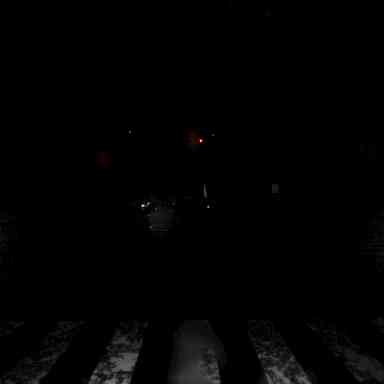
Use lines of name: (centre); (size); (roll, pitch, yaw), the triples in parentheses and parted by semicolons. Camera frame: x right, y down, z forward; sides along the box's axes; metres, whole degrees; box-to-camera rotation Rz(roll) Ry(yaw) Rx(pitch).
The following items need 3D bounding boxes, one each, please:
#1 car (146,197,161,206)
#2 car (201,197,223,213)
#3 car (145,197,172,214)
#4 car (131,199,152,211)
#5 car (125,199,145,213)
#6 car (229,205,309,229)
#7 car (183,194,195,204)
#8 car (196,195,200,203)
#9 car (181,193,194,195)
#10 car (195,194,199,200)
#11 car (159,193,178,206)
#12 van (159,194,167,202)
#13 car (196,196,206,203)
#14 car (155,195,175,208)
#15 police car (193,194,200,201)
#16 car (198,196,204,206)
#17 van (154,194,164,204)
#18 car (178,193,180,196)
car: (-6.403, 1.579, 55.859); (1.947, 1.339, 4.313); (0, 0, -1)
car: (2.393, 1.556, 36.412); (2.008, 1.369, 4.403); (0, 0, -1)
car: (-3.449, 1.568, 34.700); (1.994, 1.385, 4.181); (0, 0, -2)
car: (-6.200, 1.557, 41.289); (2.008, 1.369, 4.403); (0, 0, -1)
car: (-6.131, 1.556, 36.297); (2.008, 1.369, 4.403); (0, 0, -1)
car: (4.729, 1.516, 20.937); (4.718, 1.301, 1.895); (-2, 1, -1)
car: (-0.651, 1.618, 64.011); (1.895, 1.301, 4.718); (0, 0, -1)
car: (2.167, 1.562, 52.744); (2.008, 1.369, 4.403); (0, 0, -1)
car: (-0.908, 1.549, 75.604); (2.128, 1.511, 4.902); (0, 0, -1)
car: (2.029, 1.567, 62.615); (2.008, 1.369, 4.403); (0, 0, -1)
car: (-3.684, 1.363, 52.663); (2.097, 1.767, 4.553); (0, 0, -1)
van: (-6.704, 1.368, 77.511); (1.690, 1.788, 3.998); (0, 0, -1)
car: (1.882, 1.589, 73.193); (1.947, 1.339, 4.313); (0, 0, -1)
car: (-3.563, 1.485, 43.513); (1.882, 1.535, 5.008); (0, 0, -1)
police car: (1.246, 1.463, 90.590); (1.930, 1.638, 5.238); (0, 0, -1)
car: (2.242, 1.553, 47.300); (1.887, 1.381, 4.507); (0, 0, -1)
van: (-6.553, 1.360, 66.685); (1.690, 1.788, 3.998); (0, 0, -1)
car: (-3.790, 1.508, 62.442); (2.128, 1.511, 4.902); (0, 0, 0)
